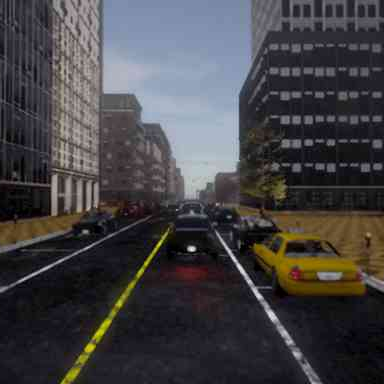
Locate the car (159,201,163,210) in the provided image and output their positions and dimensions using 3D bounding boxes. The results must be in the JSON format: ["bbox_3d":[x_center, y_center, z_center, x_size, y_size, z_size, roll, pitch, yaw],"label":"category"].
[{"bbox_3d":[-5.719,2.160,54.111,1.947,1.339,4.313,0,-1,0],"label":"car"}]

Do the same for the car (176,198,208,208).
[{"bbox_3d":[0.006,1.656,28.433,2.097,1.767,4.553,0,-1,1],"label":"car"}]

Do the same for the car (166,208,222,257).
[{"bbox_3d":[0.016,1.651,13.503,1.837,1.490,4.892,0,0,1],"label":"car"}]

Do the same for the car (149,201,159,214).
[{"bbox_3d":[-5.712,2.009,42.735,1.887,1.381,4.507,0,-1,0],"label":"car"}]

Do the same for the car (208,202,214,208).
[{"bbox_3d":[2.643,1.903,31.336,1.947,1.339,4.313,0,-1,0],"label":"car"}]

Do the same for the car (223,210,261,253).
[{"bbox_3d":[2.655,1.702,14.270,2.008,1.369,4.403,0,-1,0],"label":"car"}]

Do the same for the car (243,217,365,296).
[{"bbox_3d":[2.663,1.619,8.751,1.752,1.417,4.829,0,-1,0],"label":"car"}]

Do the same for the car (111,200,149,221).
[{"bbox_3d":[-5.704,1.652,31.359,2.192,1.841,5.009,0,-1,0],"label":"car"}]

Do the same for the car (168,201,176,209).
[{"bbox_3d":[-3.104,2.178,57.288,2.033,1.411,5.357,0,-1,0],"label":"car"}]

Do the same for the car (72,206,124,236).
[{"bbox_3d":[-5.698,1.779,19.979,1.947,1.339,4.313,0,-1,0],"label":"car"}]

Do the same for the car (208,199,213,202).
[{"bbox_3d":[2.632,2.111,48.402,1.802,1.307,4.206,0,-1,0],"label":"car"}]

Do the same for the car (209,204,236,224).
[{"bbox_3d":[2.646,1.840,25.647,1.947,1.339,4.313,0,-1,0],"label":"car"}]

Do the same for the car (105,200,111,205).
[{"bbox_3d":[-17.511,2.361,74.889,4.206,1.307,1.802,0,-1,0],"label":"car"}]
